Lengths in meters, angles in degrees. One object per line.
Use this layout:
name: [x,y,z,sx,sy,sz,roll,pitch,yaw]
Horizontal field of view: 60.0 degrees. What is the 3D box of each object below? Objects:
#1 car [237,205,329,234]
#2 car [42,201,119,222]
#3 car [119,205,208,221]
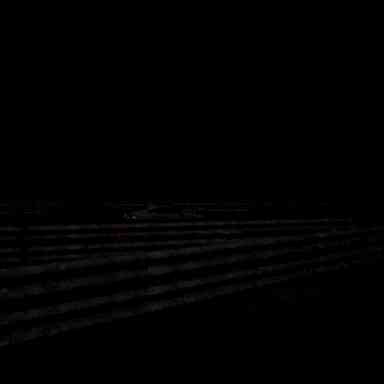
car: [4.549,1.453,16.681,4.892,1.490,1.837,1,0,-20]
car: [-6.328,1.336,20.105,5.008,1.535,1.882,1,0,-20]
car: [-1.368,1.424,18.214,4.674,1.442,1.812,1,0,-20]
